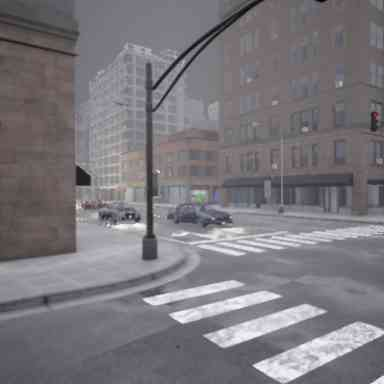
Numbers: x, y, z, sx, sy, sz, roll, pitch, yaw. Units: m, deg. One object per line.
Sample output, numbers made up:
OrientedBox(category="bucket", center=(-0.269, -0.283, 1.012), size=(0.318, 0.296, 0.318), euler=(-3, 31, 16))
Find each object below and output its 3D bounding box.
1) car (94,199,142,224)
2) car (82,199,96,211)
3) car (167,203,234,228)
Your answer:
OrientedBox(category="car", center=(-5.309, 1.480, 24.222), size=(1.994, 1.385, 4.181), euler=(0, 0, -35))
OrientedBox(category="car", center=(-11.097, 1.490, 38.363), size=(1.895, 1.301, 4.718), euler=(0, 0, -34))
OrientedBox(category="car", center=(0.341, 1.443, 21.751), size=(2.033, 1.411, 5.357), euler=(0, 0, -35))
